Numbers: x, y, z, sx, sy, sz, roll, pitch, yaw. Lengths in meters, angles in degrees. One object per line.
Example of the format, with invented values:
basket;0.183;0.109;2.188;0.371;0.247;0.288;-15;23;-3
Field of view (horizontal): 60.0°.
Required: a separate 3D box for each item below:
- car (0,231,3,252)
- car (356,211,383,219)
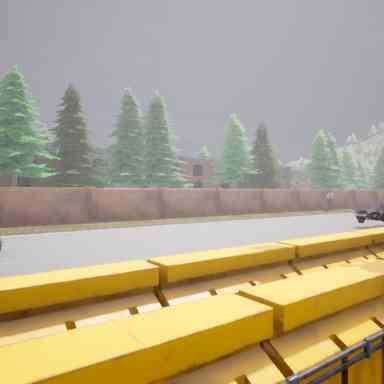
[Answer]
car;-8.529;1.564;10.788;4.181;1.385;1.994;0;0;-36
car;12.431;1.313;21.322;4.718;1.301;1.895;0;0;-36
